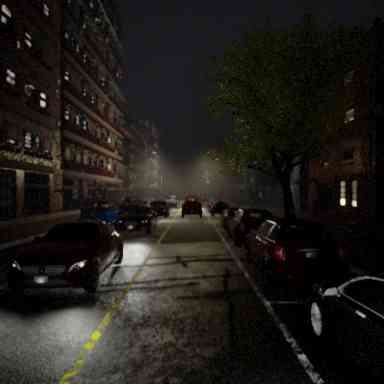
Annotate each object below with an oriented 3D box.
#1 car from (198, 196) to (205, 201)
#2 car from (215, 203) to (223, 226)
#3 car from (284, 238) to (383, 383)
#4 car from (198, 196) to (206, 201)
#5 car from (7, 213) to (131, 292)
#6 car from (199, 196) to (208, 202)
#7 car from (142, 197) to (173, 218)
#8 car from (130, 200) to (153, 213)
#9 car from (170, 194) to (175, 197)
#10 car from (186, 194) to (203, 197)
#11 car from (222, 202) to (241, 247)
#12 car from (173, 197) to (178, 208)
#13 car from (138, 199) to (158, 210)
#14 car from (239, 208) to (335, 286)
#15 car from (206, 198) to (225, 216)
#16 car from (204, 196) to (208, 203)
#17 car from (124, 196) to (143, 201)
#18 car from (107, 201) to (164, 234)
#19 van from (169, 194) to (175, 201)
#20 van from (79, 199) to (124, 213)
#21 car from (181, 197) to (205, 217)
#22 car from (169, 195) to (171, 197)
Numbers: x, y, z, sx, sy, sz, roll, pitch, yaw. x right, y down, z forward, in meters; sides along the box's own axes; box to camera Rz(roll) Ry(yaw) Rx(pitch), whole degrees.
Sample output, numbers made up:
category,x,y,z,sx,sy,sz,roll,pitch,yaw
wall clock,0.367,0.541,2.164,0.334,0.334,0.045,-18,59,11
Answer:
category,x,y,z,sx,sy,sz,roll,pitch,yaw
car,2.675,1.729,94.869,1.887,1.381,4.507,0,0,0
car,2.686,1.600,20.813,1.802,1.307,4.206,0,0,0
car,2.688,1.554,3.722,2.008,1.369,4.403,0,0,0
car,2.675,1.747,89.172,1.802,1.307,4.206,0,0,0
car,-3.092,1.533,9.126,1.812,1.442,4.674,0,0,0
car,2.677,1.675,77.778,1.887,1.381,4.507,0,0,0
car,-3.050,1.507,30.449,1.882,1.535,5.008,0,0,1
car,-5.697,1.608,37.903,1.947,1.339,4.313,0,0,0
car,-5.703,1.696,77.780,1.947,1.339,4.313,0,0,0
car,0.036,1.280,45.401,2.150,2.045,5.566,0,0,1
car,2.686,1.452,15.115,1.967,1.590,4.097,0,0,0
car,-3.006,1.705,47.853,1.895,1.301,4.718,0,0,0
car,-5.698,1.603,43.599,2.008,1.369,4.403,0,0,0
car,2.688,1.448,9.419,1.967,1.590,4.097,0,0,0
car,2.684,1.583,32.206,2.008,1.369,4.403,0,0,0
car,2.683,1.482,37.903,1.967,1.590,4.097,0,0,0
car,-5.697,1.347,32.206,2.192,1.841,5.009,0,0,0
car,-3.087,1.507,19.201,2.128,1.511,4.902,0,0,0
van,-5.707,1.525,94.872,1.690,1.788,3.998,0,0,0
van,-5.695,1.358,20.813,1.690,1.788,3.998,0,0,0
car,0.006,1.509,31.329,1.882,1.535,5.008,0,0,0
car,-5.701,1.645,66.388,1.887,1.381,4.507,0,0,0
